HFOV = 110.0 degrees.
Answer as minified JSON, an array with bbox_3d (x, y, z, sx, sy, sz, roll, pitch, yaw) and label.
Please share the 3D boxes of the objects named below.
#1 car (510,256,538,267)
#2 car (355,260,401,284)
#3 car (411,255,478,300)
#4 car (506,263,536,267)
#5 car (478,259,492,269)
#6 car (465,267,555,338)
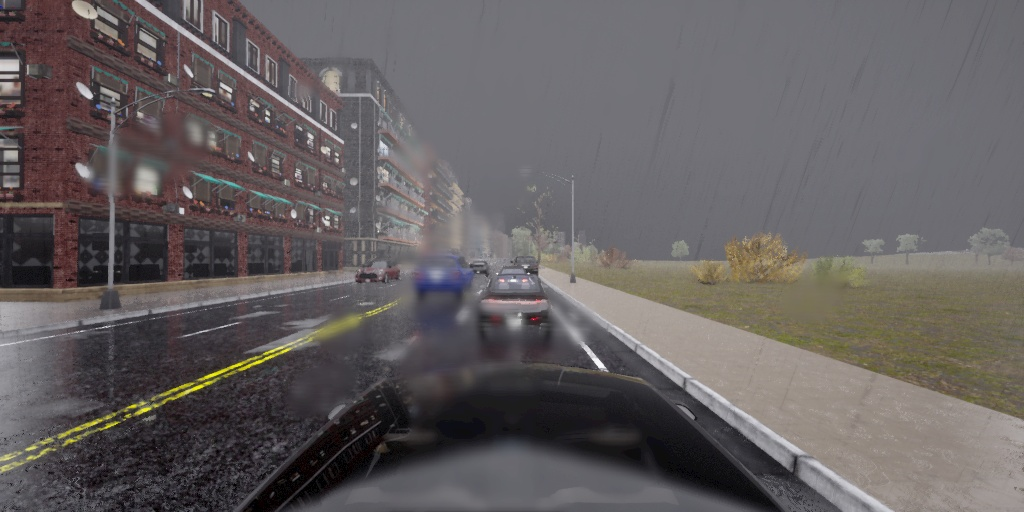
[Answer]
[{"bbox_3d":[1.070,0.979,30.912,2.150,2.045,5.566,0,0,0],"label":"car"},{"bbox_3d":[-9.909,1.105,26.833,2.097,1.767,4.553,0,0,0],"label":"car"},{"bbox_3d":[-3.190,0.975,17.848,2.150,2.045,5.566,0,0,0],"label":"car"},{"bbox_3d":[0.060,1.301,20.700,2.033,1.411,5.357,0,0,0],"label":"car"},{"bbox_3d":[-3.231,1.261,36.765,1.837,1.490,4.892,0,1,0],"label":"car"},{"bbox_3d":[0.081,1.243,10.260,2.128,1.511,4.902,0,0,0],"label":"car"}]
